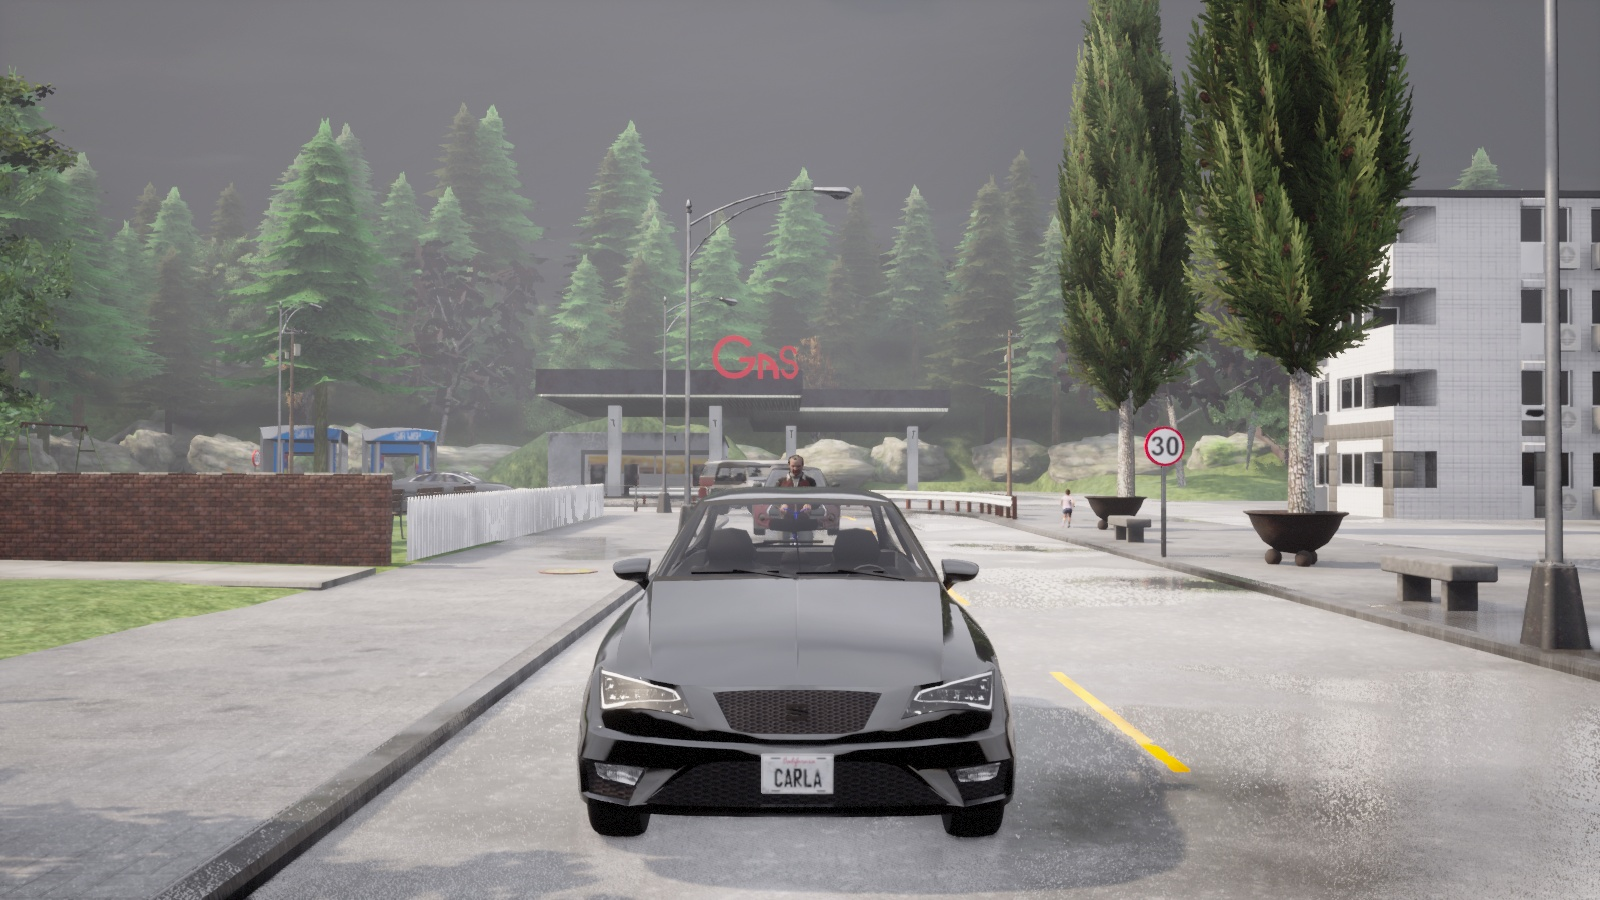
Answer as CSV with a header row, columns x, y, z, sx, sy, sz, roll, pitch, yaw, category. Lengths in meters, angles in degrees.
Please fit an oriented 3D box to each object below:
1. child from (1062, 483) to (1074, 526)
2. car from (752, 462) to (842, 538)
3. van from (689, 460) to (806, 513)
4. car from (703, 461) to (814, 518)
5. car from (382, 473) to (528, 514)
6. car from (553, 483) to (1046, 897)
x,y,z,sx,sy,sz,roll,pitch,yaw,category
7.027,1.428,32.935,0.255,1.110,0.394,-1,-1,20,child
-0.082,1.201,31.473,2.097,1.767,4.553,0,-1,0,car
-2.097,1.405,49.391,4.442,1.987,1.775,-1,-1,37,van
-1.469,1.342,43.224,1.905,1.878,3.866,1,-1,-38,car
-12.930,1.615,47.291,4.902,1.511,2.128,0,-1,0,car
-0.018,0.941,6.735,1.816,1.474,4.193,0,-1,0,car
